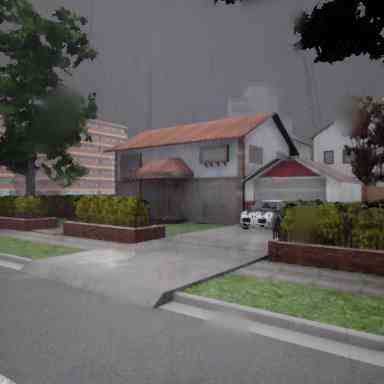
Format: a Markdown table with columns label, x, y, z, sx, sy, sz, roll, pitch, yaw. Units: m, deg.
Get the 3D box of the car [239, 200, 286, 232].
| label | x | y | z | sx | sy | sz | roll | pitch | yaw |
| --- | --- | --- | --- | --- | --- | --- | --- | --- | --- |
| car | 4.066 | 1.168 | 17.411 | 1.970 | 1.475 | 3.806 | 0 | 0 | 36 |
